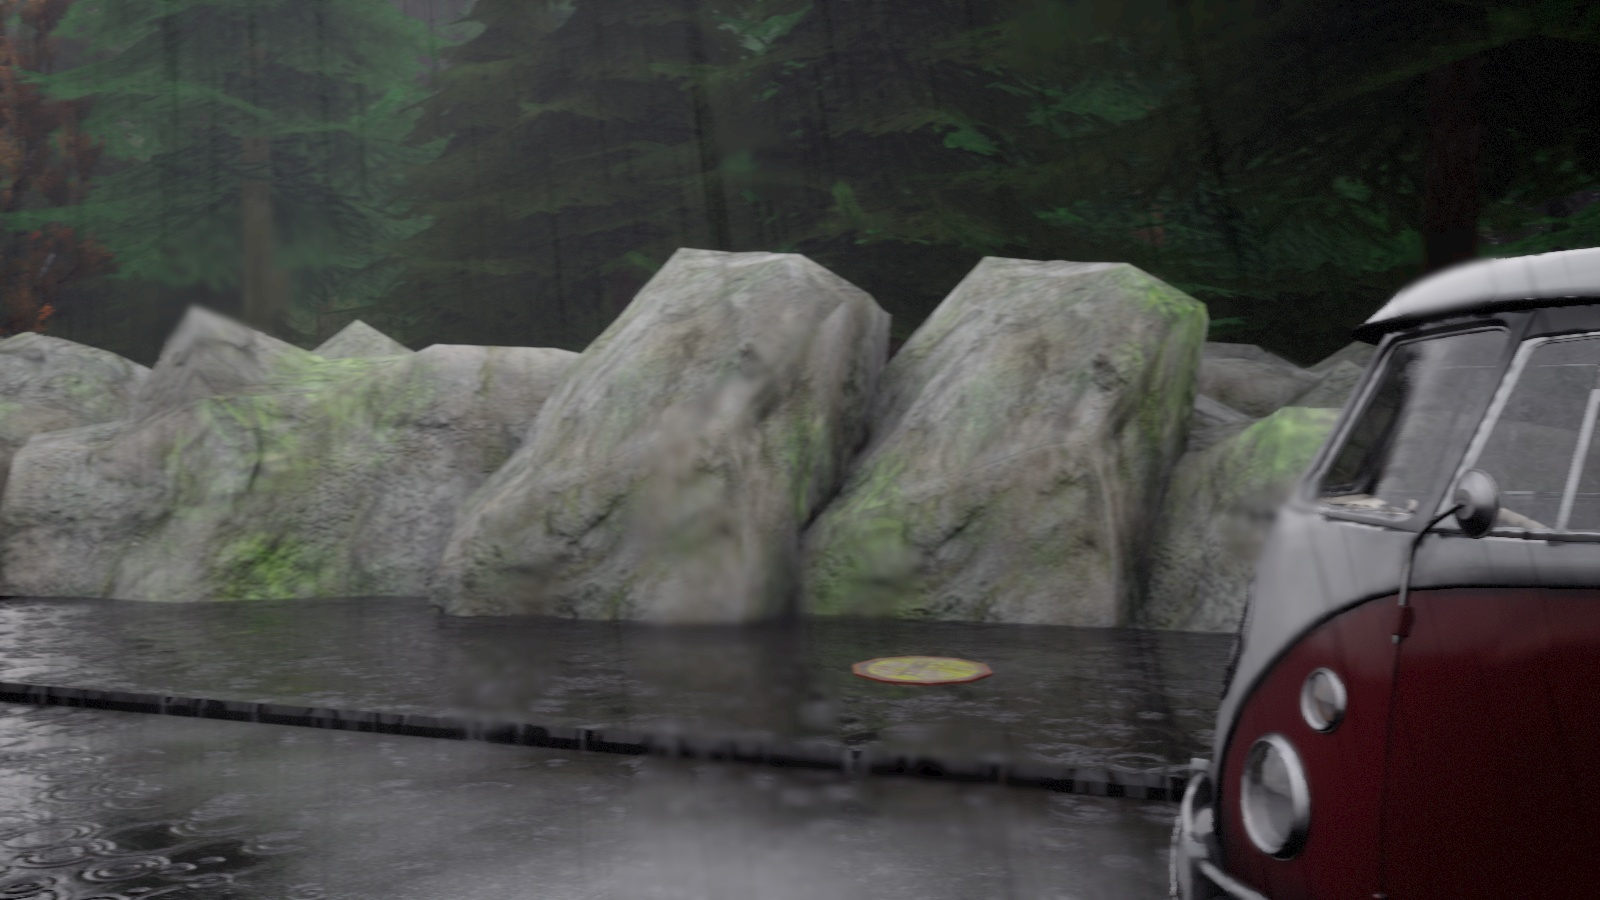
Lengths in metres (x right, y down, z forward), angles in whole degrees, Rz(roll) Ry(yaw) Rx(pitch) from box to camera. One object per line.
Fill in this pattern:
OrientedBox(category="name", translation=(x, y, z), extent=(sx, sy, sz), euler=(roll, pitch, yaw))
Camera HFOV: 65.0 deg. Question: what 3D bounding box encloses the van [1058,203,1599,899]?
OrientedBox(category="van", translation=(2.926, 0.547, 2.732), extent=(4.442, 1.987, 1.775), euler=(1, 1, 19))
